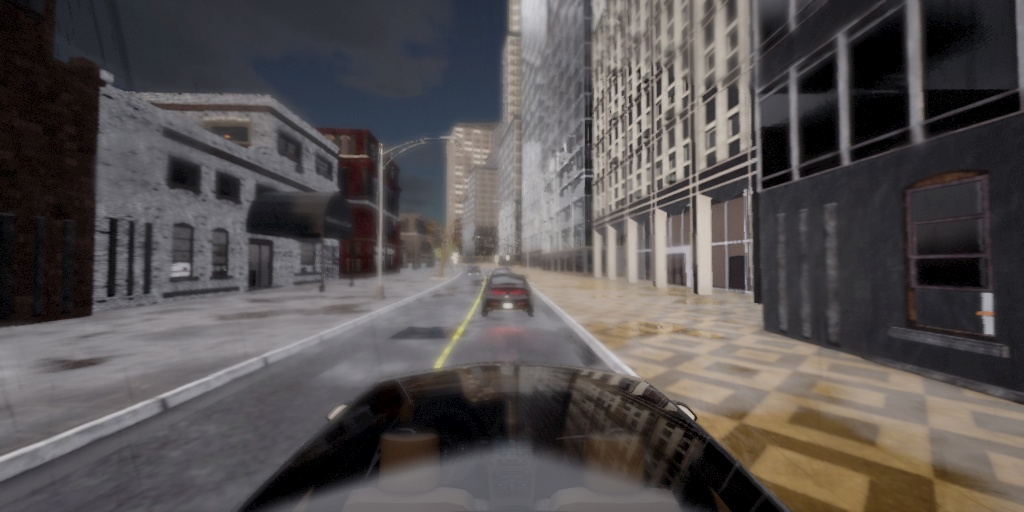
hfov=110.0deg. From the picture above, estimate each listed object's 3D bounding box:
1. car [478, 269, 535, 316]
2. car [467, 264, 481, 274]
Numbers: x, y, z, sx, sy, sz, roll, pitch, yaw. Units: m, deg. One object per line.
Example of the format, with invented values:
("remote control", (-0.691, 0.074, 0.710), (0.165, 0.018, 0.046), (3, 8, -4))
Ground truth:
("car", (-0.157, 1.411, 14.048), (1.837, 1.490, 4.892), (0, -1, -1))
("car", (-5.788, 1.959, 54.540), (1.994, 1.385, 4.181), (0, -1, -6))
